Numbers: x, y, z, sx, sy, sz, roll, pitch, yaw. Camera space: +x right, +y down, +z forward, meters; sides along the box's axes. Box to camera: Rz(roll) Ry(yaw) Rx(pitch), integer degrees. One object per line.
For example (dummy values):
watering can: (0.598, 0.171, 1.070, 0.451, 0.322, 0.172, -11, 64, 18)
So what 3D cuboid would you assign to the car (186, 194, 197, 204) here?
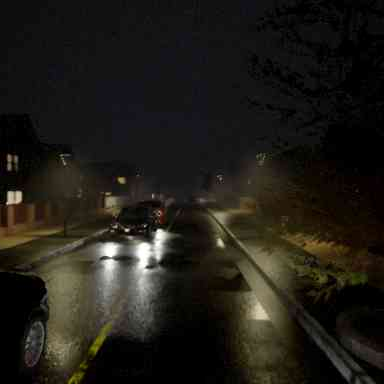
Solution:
car: (-0.137, 1.386, 59.941, 2.033, 1.411, 5.357, 0, 0, 0)

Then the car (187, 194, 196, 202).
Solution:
car: (-0.163, 1.223, 70.361, 1.812, 1.442, 4.674, 0, 0, 0)

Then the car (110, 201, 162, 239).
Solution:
car: (-2.860, 1.439, 17.103, 1.837, 1.490, 4.892, 0, 0, 0)

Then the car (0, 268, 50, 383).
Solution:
car: (-2.849, 1.515, 2.853, 1.812, 1.442, 4.674, 0, 1, 0)

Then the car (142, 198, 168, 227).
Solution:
car: (-2.801, 1.321, 22.176, 2.097, 1.767, 4.553, 0, 0, 0)
